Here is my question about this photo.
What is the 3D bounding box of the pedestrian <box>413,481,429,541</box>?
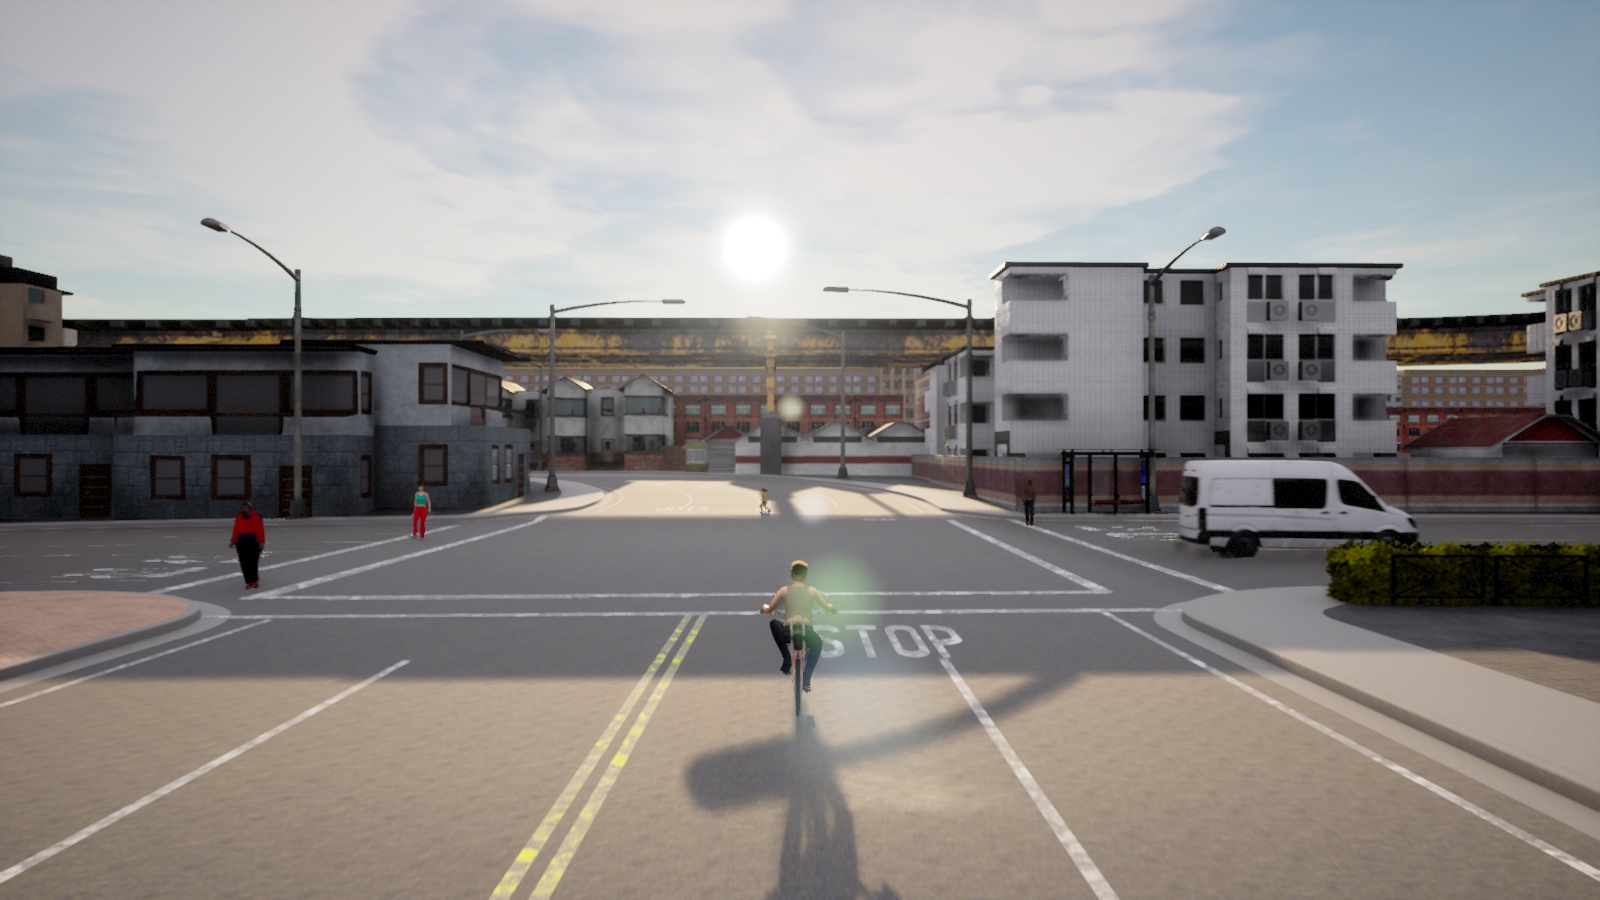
[{"bbox_3d":[-11.869,1.919,35.787,0.375,1.860,0.375,0,0,0],"label":"pedestrian"}]

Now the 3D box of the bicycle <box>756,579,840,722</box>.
[{"bbox_3d":[-0.018,2.152,12.515,0.859,1.301,1.487,0,0,0],"label":"bicycle"}]

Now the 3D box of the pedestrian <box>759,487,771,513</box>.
[{"bbox_3d":[-1.482,2.118,48.806,0.500,1.100,0.500,0,0,2],"label":"pedestrian"}]

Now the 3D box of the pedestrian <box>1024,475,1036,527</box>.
[{"bbox_3d":[8.437,1.869,41.957,0.375,1.860,0.375,0,0,-1],"label":"pedestrian"}]

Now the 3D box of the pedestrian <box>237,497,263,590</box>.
[{"bbox_3d":[-11.194,1.900,23.277,0.375,1.860,0.375,0,0,-7],"label":"pedestrian"}]

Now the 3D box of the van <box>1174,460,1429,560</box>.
[{"bbox_3d":[13.264,1.549,30.500,5.915,2.561,1.988,0,0,2],"label":"van"}]
